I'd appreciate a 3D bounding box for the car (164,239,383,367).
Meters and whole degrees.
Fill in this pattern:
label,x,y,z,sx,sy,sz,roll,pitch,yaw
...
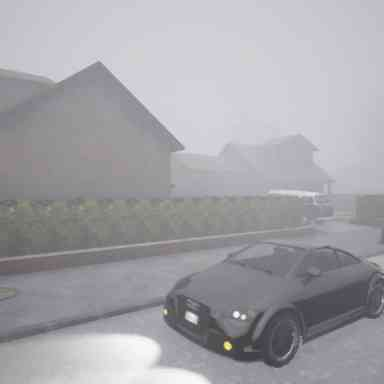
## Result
label,x,y,z,sx,sy,sz,roll,pitch,yaw
car,1.604,1.563,5.797,4.181,1.385,1.994,0,0,-36
